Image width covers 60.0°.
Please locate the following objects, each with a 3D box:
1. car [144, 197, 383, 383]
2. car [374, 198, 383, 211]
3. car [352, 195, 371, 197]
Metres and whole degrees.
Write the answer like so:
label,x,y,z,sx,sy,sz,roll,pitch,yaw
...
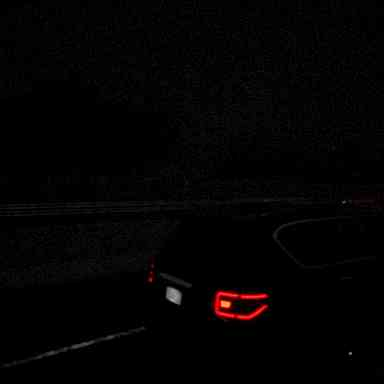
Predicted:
label,x,y,z,sx,sy,sz,roll,pitch,yaw
car,1.982,1.201,5.160,5.566,2.045,2.150,0,0,-35
car,22.875,1.388,37.493,5.357,1.411,2.033,0,0,-35
car,19.905,1.196,39.669,4.553,1.767,2.097,0,0,-35
